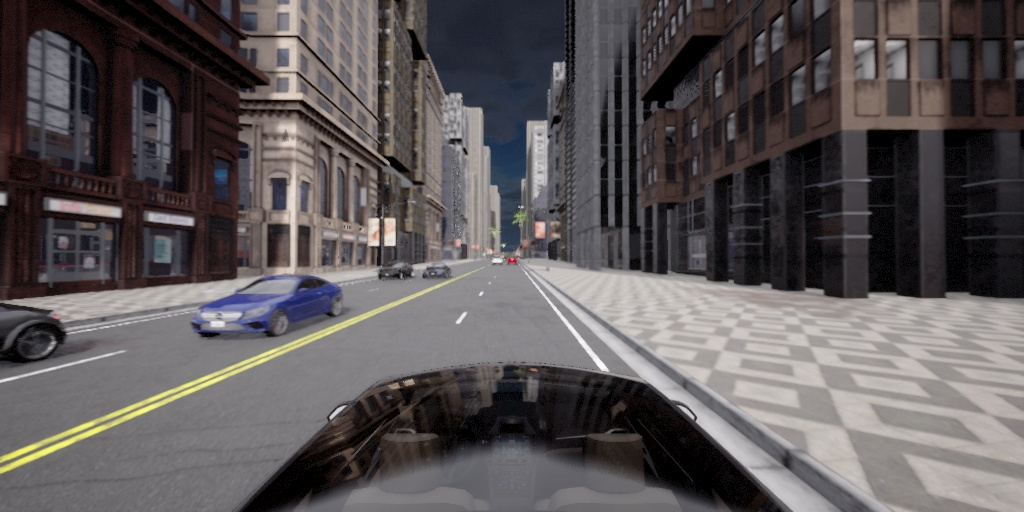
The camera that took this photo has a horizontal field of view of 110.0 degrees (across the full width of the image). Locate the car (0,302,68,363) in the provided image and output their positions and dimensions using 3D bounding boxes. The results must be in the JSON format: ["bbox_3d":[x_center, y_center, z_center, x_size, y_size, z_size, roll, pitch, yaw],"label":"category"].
[{"bbox_3d":[-9.841,1.309,5.332,1.994,1.385,4.181,0,0,0],"label":"car"}]

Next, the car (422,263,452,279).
[{"bbox_3d":[-6.524,1.298,31.647,1.994,1.385,4.181,0,0,1],"label":"car"}]

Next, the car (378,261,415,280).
[{"bbox_3d":[-9.781,1.211,30.594,1.882,1.535,5.008,0,0,0],"label":"car"}]

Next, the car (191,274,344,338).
[{"bbox_3d":[-6.582,1.270,10.357,1.812,1.442,4.674,0,0,0],"label":"car"}]
